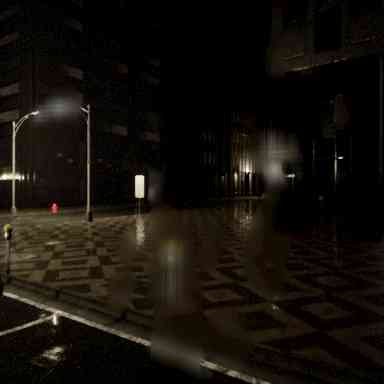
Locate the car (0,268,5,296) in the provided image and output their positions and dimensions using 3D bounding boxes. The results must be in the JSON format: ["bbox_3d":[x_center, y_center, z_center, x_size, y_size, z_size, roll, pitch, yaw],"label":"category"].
[{"bbox_3d":[-5.825,1.526,7.044,4.829,1.417,1.752,0,0,35],"label":"car"}]
